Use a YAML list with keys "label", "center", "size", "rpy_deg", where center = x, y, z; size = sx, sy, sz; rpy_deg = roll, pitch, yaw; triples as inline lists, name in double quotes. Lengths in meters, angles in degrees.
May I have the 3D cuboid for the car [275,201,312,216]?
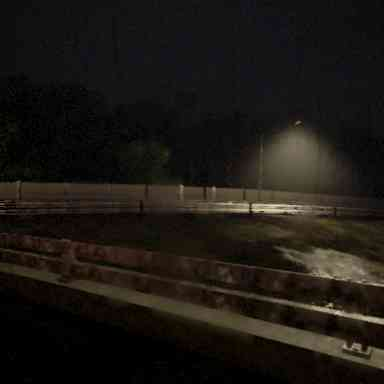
- label: "car"
  center: [12.107, 1.908, 39.707]
  size: [4.553, 1.767, 2.097]
  rpy_deg: [3, -1, -22]
